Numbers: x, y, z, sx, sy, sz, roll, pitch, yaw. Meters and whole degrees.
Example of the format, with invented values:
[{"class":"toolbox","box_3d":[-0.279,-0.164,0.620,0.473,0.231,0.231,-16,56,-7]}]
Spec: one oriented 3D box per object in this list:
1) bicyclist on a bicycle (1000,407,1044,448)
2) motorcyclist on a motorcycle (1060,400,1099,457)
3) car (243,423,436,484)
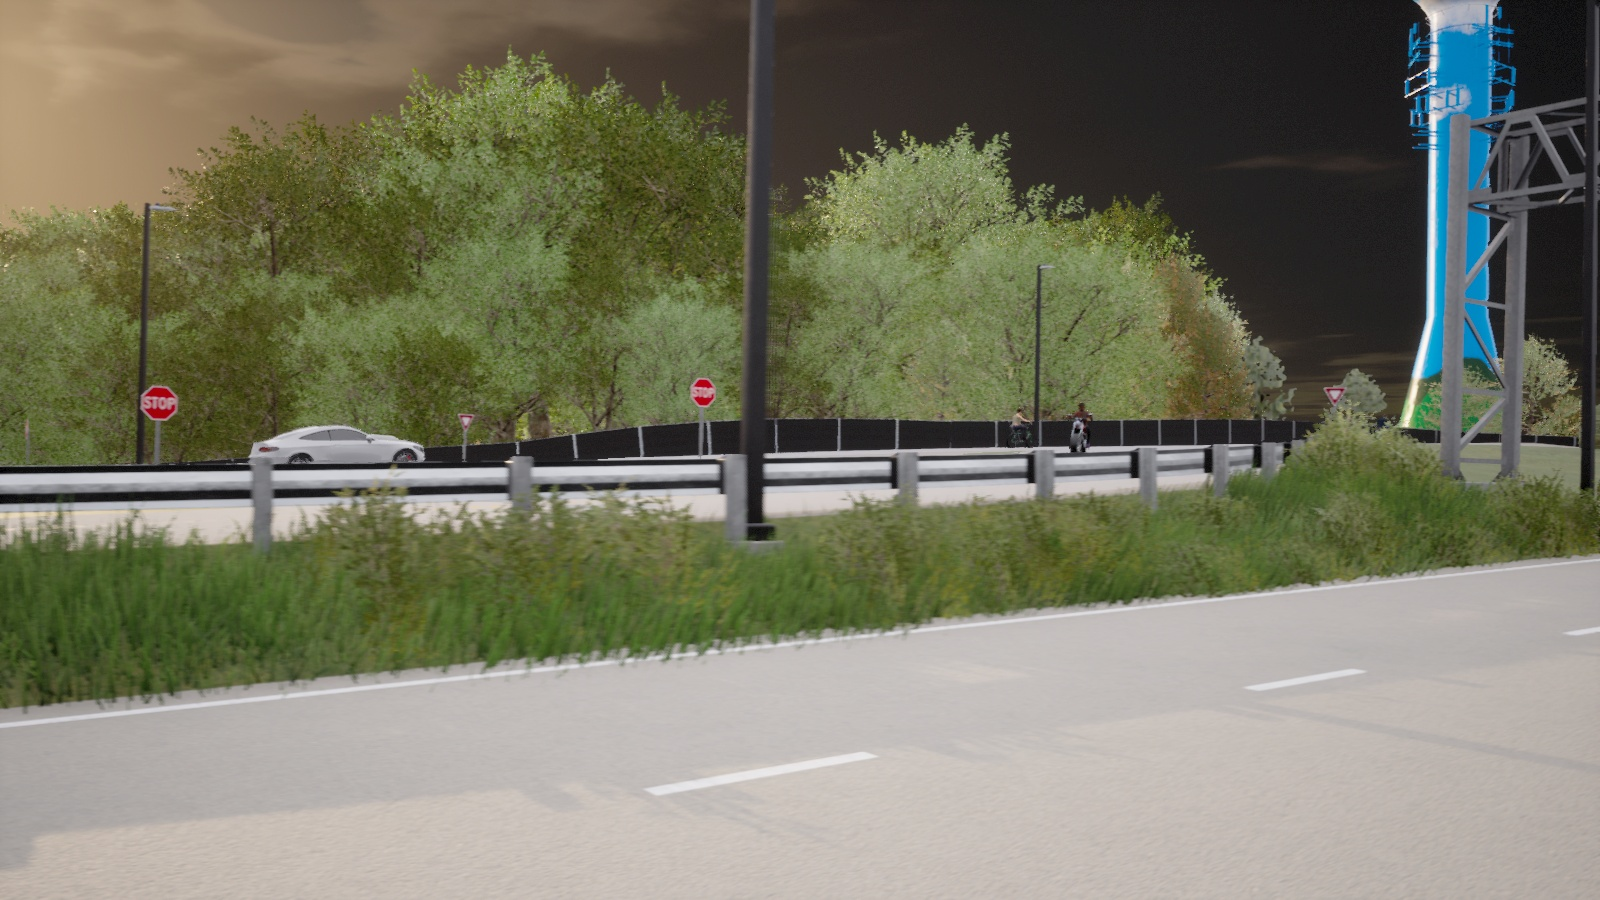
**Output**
[{"class":"bicyclist on a bicycle","box_3d":[8.897,-0.897,50.299,1.509,1.612,0.866,-1,0,-28]},{"class":"motorcyclist on a motorcycle","box_3d":[8.390,-0.656,37.678,0.766,1.649,2.350,0,1,22]},{"class":"car","box_3d":[-12.839,0.079,35.132,4.674,1.442,1.812,-3,2,-37]}]
